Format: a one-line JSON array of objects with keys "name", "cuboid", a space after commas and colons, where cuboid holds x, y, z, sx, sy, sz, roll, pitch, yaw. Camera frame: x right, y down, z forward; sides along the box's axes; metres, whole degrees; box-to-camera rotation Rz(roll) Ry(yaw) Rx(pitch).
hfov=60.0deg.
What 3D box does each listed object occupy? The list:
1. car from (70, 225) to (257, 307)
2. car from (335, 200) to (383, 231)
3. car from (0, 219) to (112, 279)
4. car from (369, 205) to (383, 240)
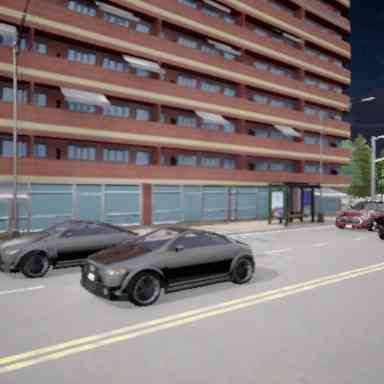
[{"name": "car", "cuboid": [-0.433, 1.552, 7.976, 4.181, 1.385, 1.994, 0, 0, -35]}, {"name": "car", "cuboid": [10.727, 1.357, 20.152, 4.553, 1.767, 2.097, 0, 0, -35]}, {"name": "car", "cuboid": [-3.543, 1.541, 10.057, 4.181, 1.385, 1.994, 0, 0, -35]}, {"name": "car", "cuboid": [10.866, 1.489, 15.975, 5.008, 1.535, 1.882, 0, 0, -35]}]
